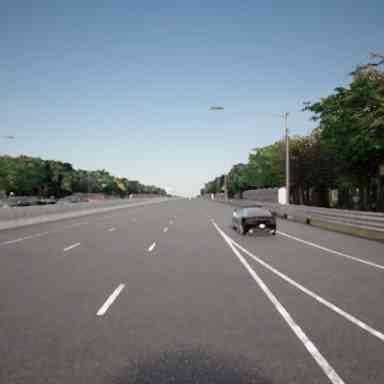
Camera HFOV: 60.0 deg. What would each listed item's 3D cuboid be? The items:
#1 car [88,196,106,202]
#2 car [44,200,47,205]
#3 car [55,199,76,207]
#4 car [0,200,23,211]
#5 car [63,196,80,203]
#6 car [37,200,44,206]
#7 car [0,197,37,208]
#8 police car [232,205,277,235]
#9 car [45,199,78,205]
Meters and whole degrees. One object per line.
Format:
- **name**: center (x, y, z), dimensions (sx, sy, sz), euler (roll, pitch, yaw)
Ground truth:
- **car**: center (-17.452, 1.823, 61.157), dimensions (2.150, 2.045, 5.566), euler (0, -1, 0)
- **car**: center (-27.934, 2.120, 64.385), dimensions (1.895, 1.301, 4.718), euler (0, -1, 0)
- **car**: center (-24.435, 2.154, 64.412), dimensions (2.128, 1.511, 4.902), euler (0, -1, 0)
- **car**: center (-27.982, 1.984, 50.583), dimensions (2.128, 1.511, 4.902), euler (0, -1, 1)
- **car**: center (-20.944, 1.778, 56.842), dimensions (2.150, 2.045, 5.566), euler (0, -1, 0)
- **car**: center (-24.501, 2.047, 49.641), dimensions (1.994, 1.385, 4.181), euler (0, -1, 0)
- **car**: center (-21.035, 1.603, 39.280), dimensions (2.150, 2.045, 5.566), euler (0, -1, 0)
- **police car**: center (3.641, 1.627, 20.207), dimensions (1.930, 1.638, 5.238), euler (0, -1, -2)
- **car**: center (-17.532, 2.038, 44.884), dimensions (1.895, 1.301, 4.718), euler (0, -1, 0)
